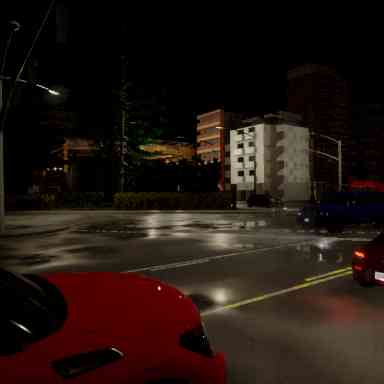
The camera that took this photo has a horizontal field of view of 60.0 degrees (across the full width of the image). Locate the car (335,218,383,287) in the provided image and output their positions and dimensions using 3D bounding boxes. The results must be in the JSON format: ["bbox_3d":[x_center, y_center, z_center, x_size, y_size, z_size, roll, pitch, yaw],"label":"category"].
[{"bbox_3d":[5.544,1.433,7.715,4.674,1.442,1.812,-1,1,-35],"label":"car"}]

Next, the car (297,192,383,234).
[{"bbox_3d":[8.339,1.024,18.006,5.566,2.045,2.150,-1,0,-24],"label":"car"}]

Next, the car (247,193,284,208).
[{"bbox_3d":[8.616,0.943,39.342,2.097,1.767,4.553,-1,1,-35],"label":"car"}]

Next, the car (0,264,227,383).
[{"bbox_3d":[-2.355,1.222,2.061,5.566,2.045,2.150,0,0,-35],"label":"car"}]
